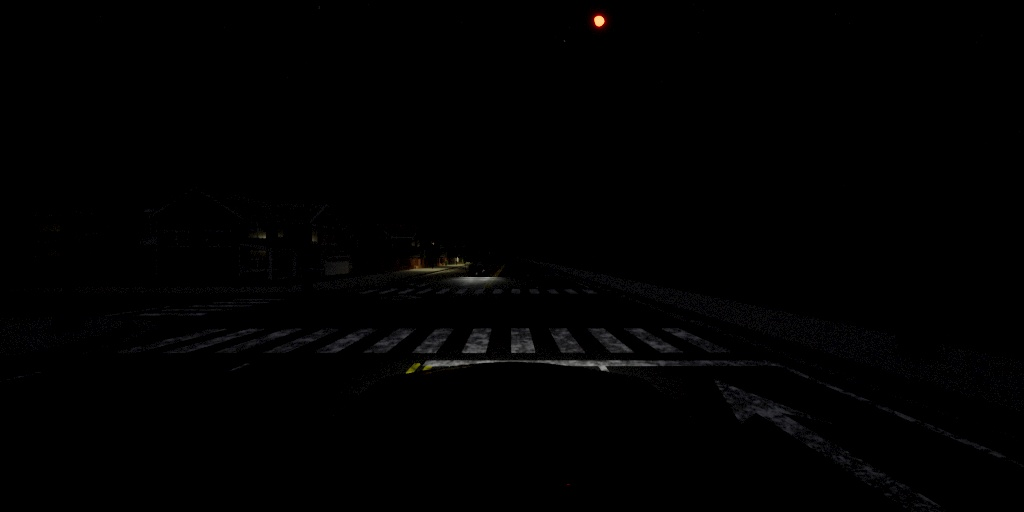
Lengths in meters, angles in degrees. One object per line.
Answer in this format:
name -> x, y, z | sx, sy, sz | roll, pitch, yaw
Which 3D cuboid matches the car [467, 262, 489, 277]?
car -> -3.249, 1.313, 35.240 | 1.812, 1.442, 4.674 | 0, 1, 0
